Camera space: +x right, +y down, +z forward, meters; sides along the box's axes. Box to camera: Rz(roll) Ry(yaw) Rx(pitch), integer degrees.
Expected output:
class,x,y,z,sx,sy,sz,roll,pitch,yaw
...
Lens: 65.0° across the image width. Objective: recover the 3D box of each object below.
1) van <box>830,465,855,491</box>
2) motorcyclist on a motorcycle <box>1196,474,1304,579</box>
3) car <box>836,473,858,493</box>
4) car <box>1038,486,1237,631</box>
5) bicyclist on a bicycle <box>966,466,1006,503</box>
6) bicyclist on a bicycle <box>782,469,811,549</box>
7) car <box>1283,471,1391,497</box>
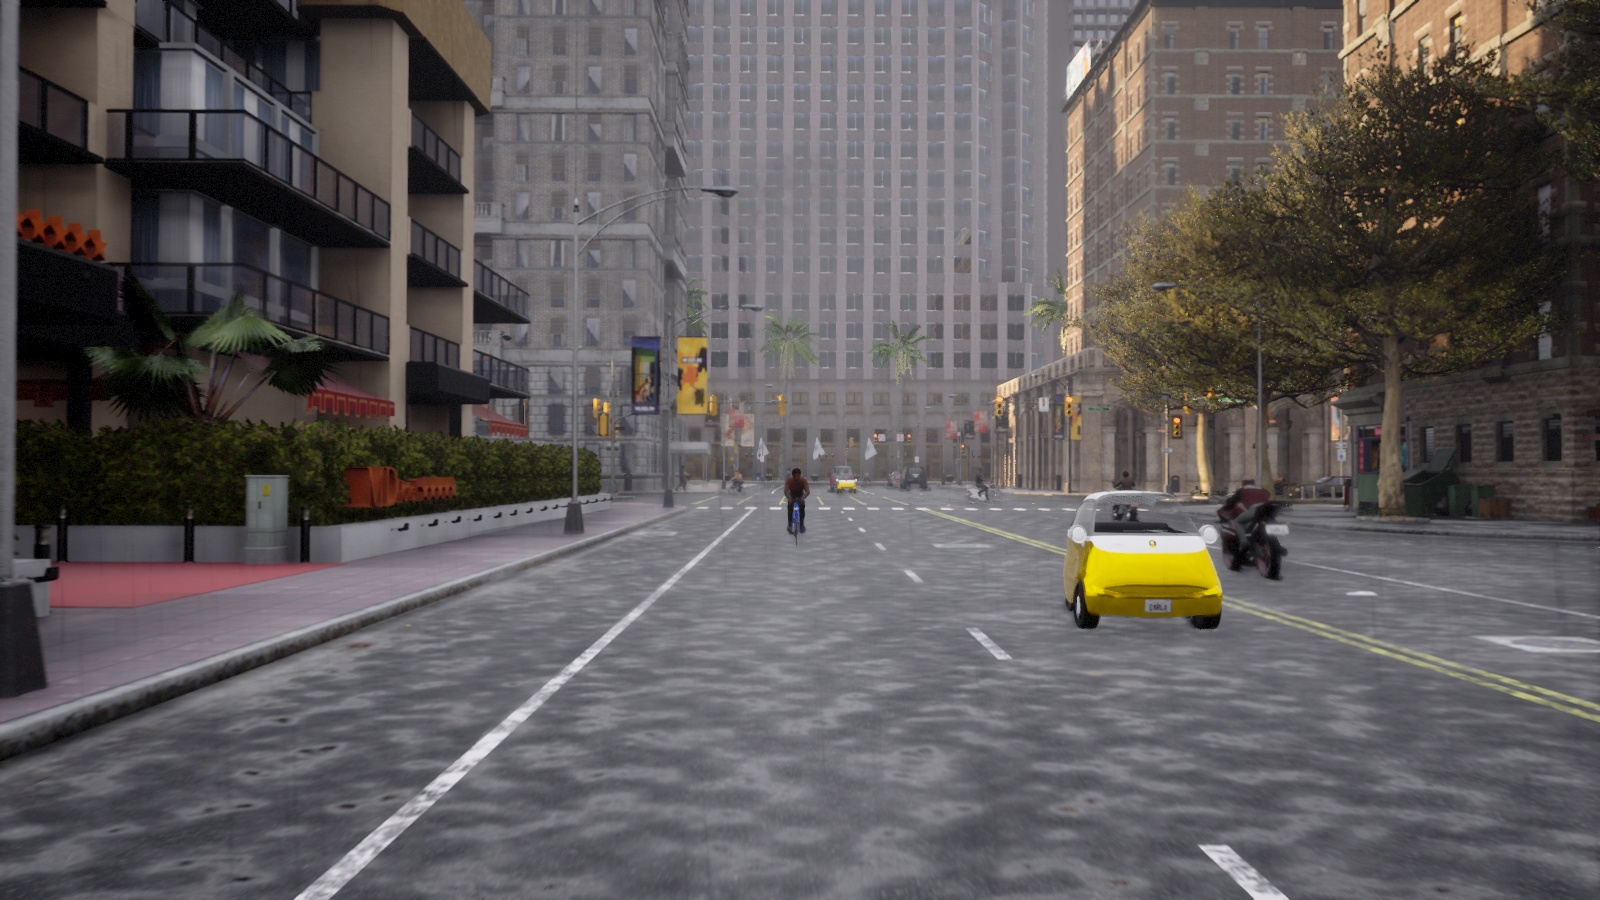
class,x,y,z,sx,sy,sz,roll,pitch,yaw
van,3.257,2.187,97.541,1.775,1.987,4.442,0,-1,0
motorcyclist on a motorcycle,6.951,1.149,19.524,0.866,1.530,2.191,0,-1,0
car,3.282,2.338,88.513,1.481,1.376,2.207,0,-1,0
car,3.467,1.077,13.216,1.481,1.376,2.207,0,-1,0
bicyclist on a bicycle,9.072,1.673,61.166,1.843,1.776,0.659,0,-1,0
bicyclist on a bicycle,-0.065,1.210,26.441,0.582,1.620,1.656,0,-1,0
car,30.978,1.952,72.497,5.357,1.411,2.033,0,-1,1
